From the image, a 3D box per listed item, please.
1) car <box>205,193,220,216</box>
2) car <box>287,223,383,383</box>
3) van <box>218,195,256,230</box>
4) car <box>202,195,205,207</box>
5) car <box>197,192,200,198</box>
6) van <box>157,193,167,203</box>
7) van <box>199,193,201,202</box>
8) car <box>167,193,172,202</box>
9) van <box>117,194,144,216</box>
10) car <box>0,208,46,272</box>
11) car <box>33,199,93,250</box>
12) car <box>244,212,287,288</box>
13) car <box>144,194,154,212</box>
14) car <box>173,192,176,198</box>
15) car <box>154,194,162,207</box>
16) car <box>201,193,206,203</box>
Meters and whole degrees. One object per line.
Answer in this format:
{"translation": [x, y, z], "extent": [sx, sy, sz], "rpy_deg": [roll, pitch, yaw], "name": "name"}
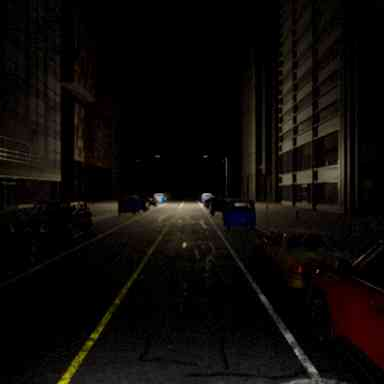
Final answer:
{"translation": [2.691, 1.205, 31.180], "extent": [2.192, 1.841, 5.009], "rpy_deg": [0, 0, 0], "name": "car"}
{"translation": [2.758, 1.302, 3.135], "extent": [2.192, 1.841, 5.009], "rpy_deg": [0, 0, 0], "name": "car"}
{"translation": [2.718, 1.269, 19.962], "extent": [1.690, 1.788, 3.998], "rpy_deg": [0, 0, 0], "name": "van"}
{"translation": [2.664, 1.397, 42.399], "extent": [1.887, 1.381, 4.507], "rpy_deg": [0, 0, 0], "name": "car"}
{"translation": [2.598, 1.326, 70.445], "extent": [1.947, 1.339, 4.313], "rpy_deg": [0, 0, 0], "name": "car"}
{"translation": [-5.901, 1.142, 59.197], "extent": [1.690, 1.788, 3.998], "rpy_deg": [0, 0, 0], "name": "van"}
{"translation": [2.624, 1.138, 59.226], "extent": [1.690, 1.788, 3.998], "rpy_deg": [0, 0, 0], "name": "van"}
{"translation": [-5.928, 1.204, 70.417], "extent": [1.967, 1.590, 4.097], "rpy_deg": [0, 0, 0], "name": "car"}
{"translation": [-5.834, 1.234, 31.150], "extent": [1.690, 1.788, 3.998], "rpy_deg": [0, 0, 0], "name": "van"}
{"translation": [-5.780, 1.411, 8.712], "extent": [1.967, 1.590, 4.097], "rpy_deg": [0, 0, 0], "name": "car"}
{"translation": [-5.794, 1.266, 14.321], "extent": [2.192, 1.841, 5.009], "rpy_deg": [0, 0, 0], "name": "car"}
{"translation": [2.744, 1.492, 8.915], "extent": [1.752, 1.417, 4.829], "rpy_deg": [0, 0, 0], "name": "car"}
{"translation": [-5.847, 1.189, 36.759], "extent": [2.192, 1.841, 5.009], "rpy_deg": [0, 0, 0], "name": "car"}
{"translation": [-5.968, 1.240, 87.075], "extent": [1.752, 1.417, 4.829], "rpy_deg": [0, 0, 0], "name": "car"}
{"translation": [-5.874, 1.388, 47.979], "extent": [2.008, 1.369, 4.403], "rpy_deg": [0, 0, 0], "name": "car"}
{"translation": [2.651, 1.274, 48.008], "extent": [1.967, 1.590, 4.097], "rpy_deg": [0, 0, 0], "name": "car"}
